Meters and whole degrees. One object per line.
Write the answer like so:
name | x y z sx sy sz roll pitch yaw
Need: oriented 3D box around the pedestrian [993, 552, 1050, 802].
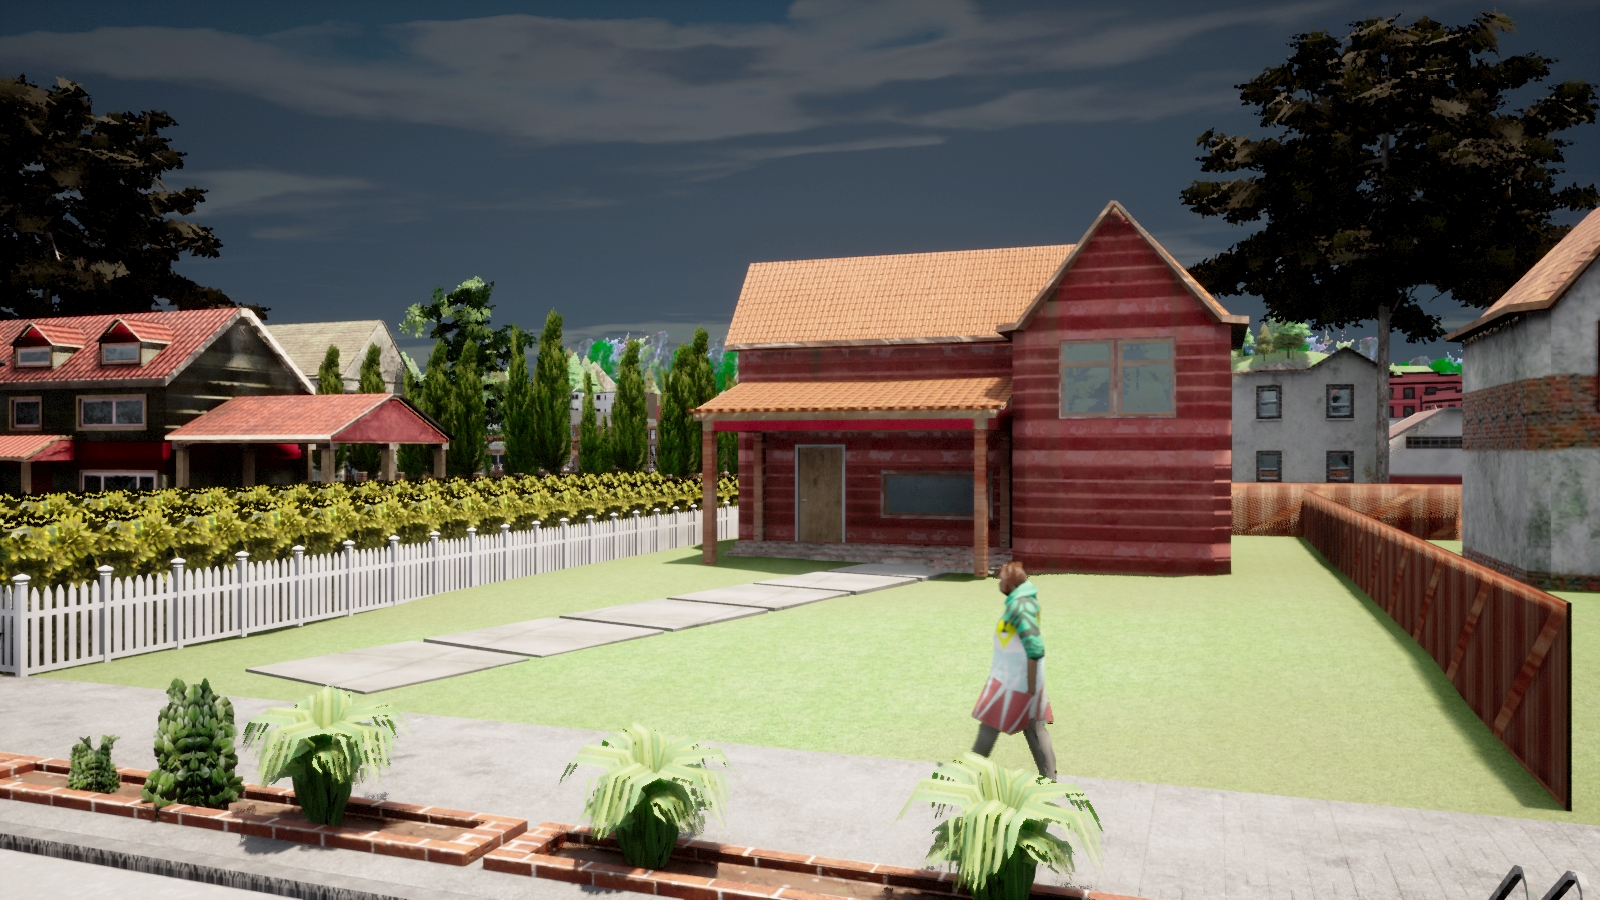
pedestrian | 1.731 1.744 8.918 0.375 1.860 0.375 0 0 20
